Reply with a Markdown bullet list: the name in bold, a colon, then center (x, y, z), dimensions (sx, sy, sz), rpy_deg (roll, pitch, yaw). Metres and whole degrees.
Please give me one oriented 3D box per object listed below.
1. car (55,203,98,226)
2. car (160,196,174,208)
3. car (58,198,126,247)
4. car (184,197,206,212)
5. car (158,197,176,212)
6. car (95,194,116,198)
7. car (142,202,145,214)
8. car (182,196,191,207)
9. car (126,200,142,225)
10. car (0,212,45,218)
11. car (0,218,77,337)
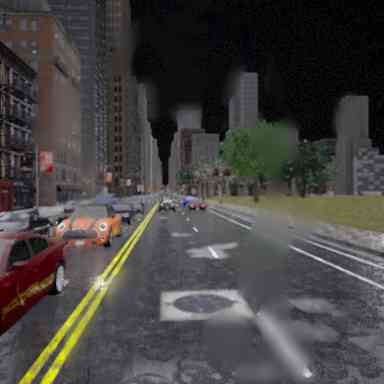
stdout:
- **car**: center (-8.437, 1.577, 24.697), dimensions (1.994, 1.385, 4.181), rpy_deg (0, 0, -5)
- **car**: center (-3.593, 1.433, 47.761), dimensions (1.837, 1.490, 4.892), rpy_deg (0, 0, -4)
- **car**: center (-4.422, 1.354, 14.844), dimensions (2.097, 1.767, 4.553), rpy_deg (0, 0, -4)
- **car**: center (0.434, 1.516, 37.737), dimensions (1.895, 1.301, 4.718), rpy_deg (0, 0, -4)
- **car**: center (-2.804, 1.467, 37.458), dimensions (1.812, 1.442, 4.674), rpy_deg (0, 0, -4)
- **car**: center (-9.215, 1.218, 35.302), dimensions (2.150, 2.045, 5.566), rpy_deg (0, 0, -4)
- **car**: center (-5.891, 1.536, 34.325), dimensions (1.994, 1.385, 4.181), rpy_deg (0, 0, -4)
- **car**: center (-0.360, 1.378, 48.117), dimensions (1.882, 1.535, 5.008), rpy_deg (0, 0, -4)
- **car**: center (-5.156, 1.535, 24.404), dimensions (2.033, 1.411, 5.357), rpy_deg (0, 0, -4)
- **car**: center (-7.676, 1.592, 14.748), dimensions (1.994, 1.385, 4.181), rpy_deg (0, 0, -5)
- **car**: center (-3.699, 1.494, 5.817), dimensions (1.882, 1.535, 5.008), rpy_deg (0, 0, -5)
